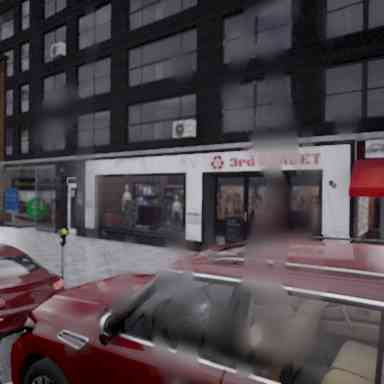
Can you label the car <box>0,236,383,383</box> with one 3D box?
[{"bbox_3d":[0.636,1.312,2.618,5.009,1.841,2.192,0,1,35],"label":"car"}]
